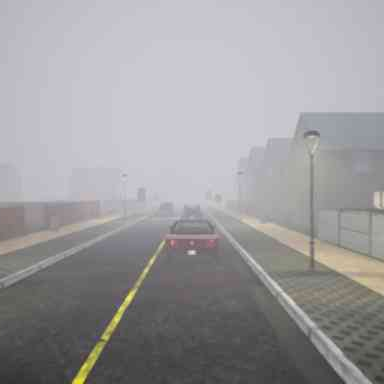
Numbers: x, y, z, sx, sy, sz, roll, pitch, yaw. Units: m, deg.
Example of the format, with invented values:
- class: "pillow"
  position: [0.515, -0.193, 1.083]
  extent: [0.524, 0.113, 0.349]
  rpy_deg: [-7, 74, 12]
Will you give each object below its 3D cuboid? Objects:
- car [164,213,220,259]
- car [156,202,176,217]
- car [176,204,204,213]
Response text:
- class: "car"
  position: [0.020, 1.742, 13.256]
  extent: [1.895, 1.301, 4.718]
  rpy_deg: [0, -1, 0]
- class: "car"
  position: [-2.757, 1.892, 36.564]
  extent: [1.837, 1.490, 4.892]
  rpy_deg: [0, -1, 0]
- class: "car"
  position: [0.029, 1.793, 28.508]
  extent: [2.128, 1.511, 4.902]
  rpy_deg: [0, 0, 0]
